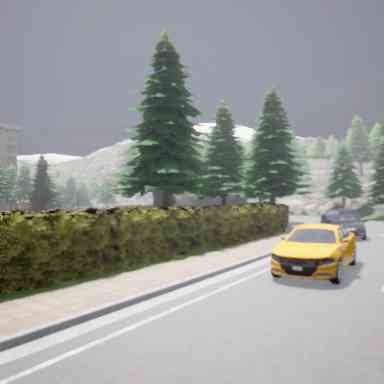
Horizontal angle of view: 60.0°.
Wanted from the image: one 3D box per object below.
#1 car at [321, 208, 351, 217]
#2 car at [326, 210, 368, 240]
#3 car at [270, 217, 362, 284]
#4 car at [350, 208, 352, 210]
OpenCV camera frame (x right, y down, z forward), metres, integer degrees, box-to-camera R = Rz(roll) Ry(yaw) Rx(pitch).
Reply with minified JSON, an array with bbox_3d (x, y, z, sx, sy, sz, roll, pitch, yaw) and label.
[{"bbox_3d":[13.686,2.462,32.245,1.812,1.442,4.674,-1,-1,14],"label":"car"},{"bbox_3d":[9.770,2.087,20.841,2.128,1.511,4.902,-2,-2,24],"label":"car"},{"bbox_3d":[4.147,1.809,10.937,1.882,1.535,5.008,-2,-2,33],"label":"car"},{"bbox_3d":[18.491,2.660,40.958,2.128,1.511,4.902,-1,-2,2],"label":"car"}]
